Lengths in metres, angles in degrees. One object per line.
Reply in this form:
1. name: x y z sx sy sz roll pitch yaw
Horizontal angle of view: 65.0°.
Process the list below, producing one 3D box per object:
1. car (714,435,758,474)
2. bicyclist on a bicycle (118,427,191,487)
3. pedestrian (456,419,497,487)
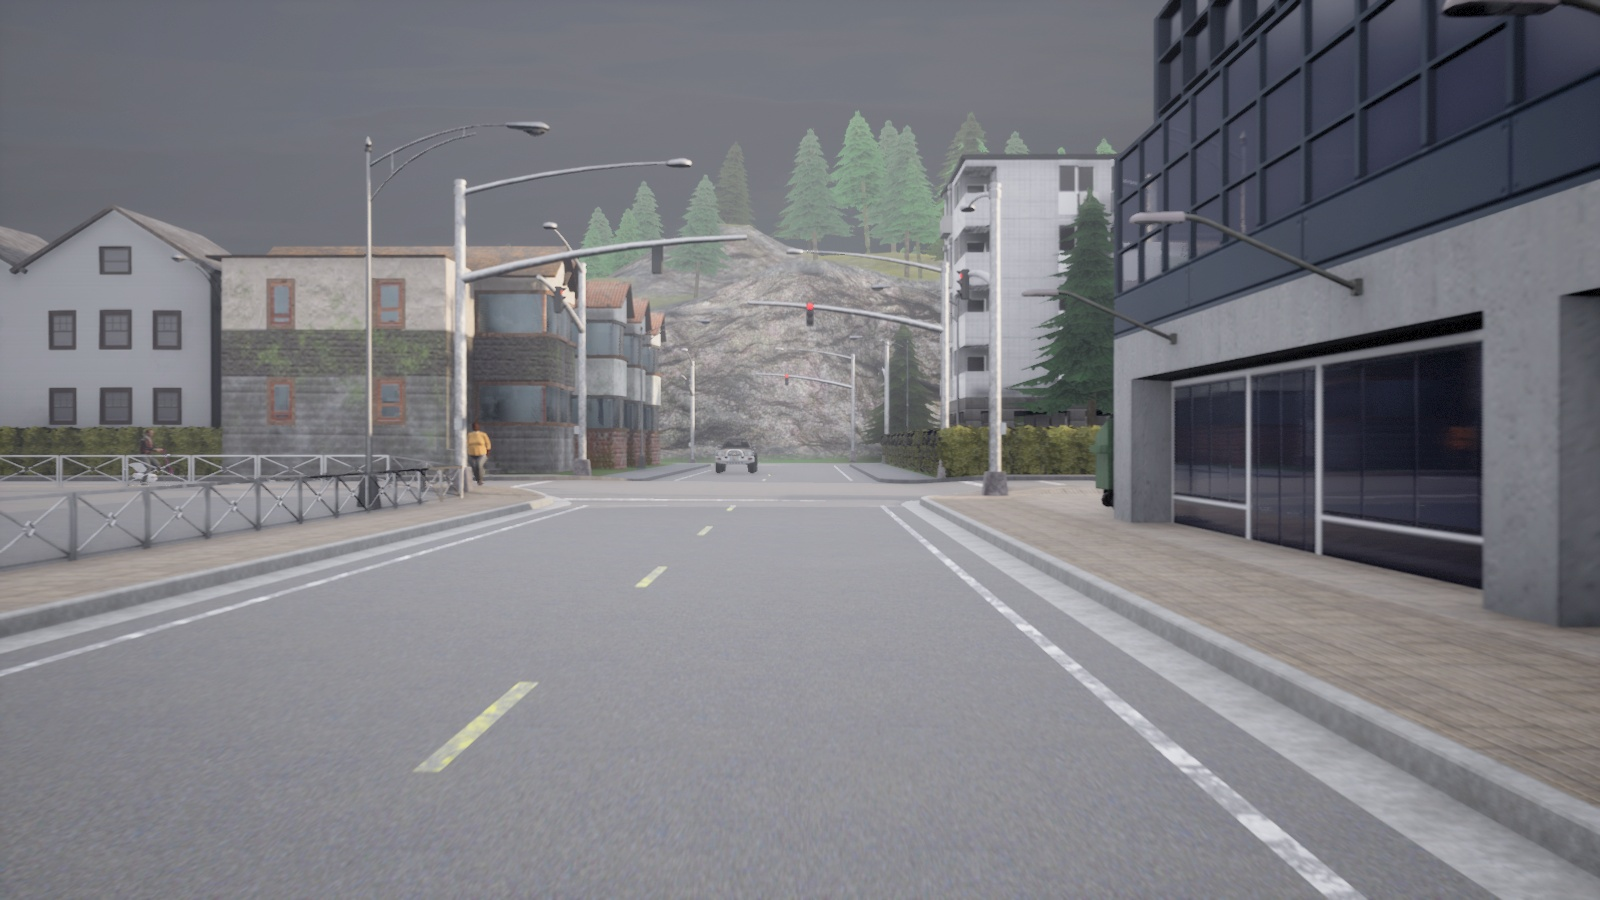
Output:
1. car: -3.138 0.210 62.204 1.932 1.855 4.605 0 0 0
2. bicyclist on a bicycle: -19.229 0.214 37.419 1.843 1.776 0.659 0 0 0
3. pedestrian: -8.891 0.073 34.522 0.874 1.855 0.900 0 0 3
